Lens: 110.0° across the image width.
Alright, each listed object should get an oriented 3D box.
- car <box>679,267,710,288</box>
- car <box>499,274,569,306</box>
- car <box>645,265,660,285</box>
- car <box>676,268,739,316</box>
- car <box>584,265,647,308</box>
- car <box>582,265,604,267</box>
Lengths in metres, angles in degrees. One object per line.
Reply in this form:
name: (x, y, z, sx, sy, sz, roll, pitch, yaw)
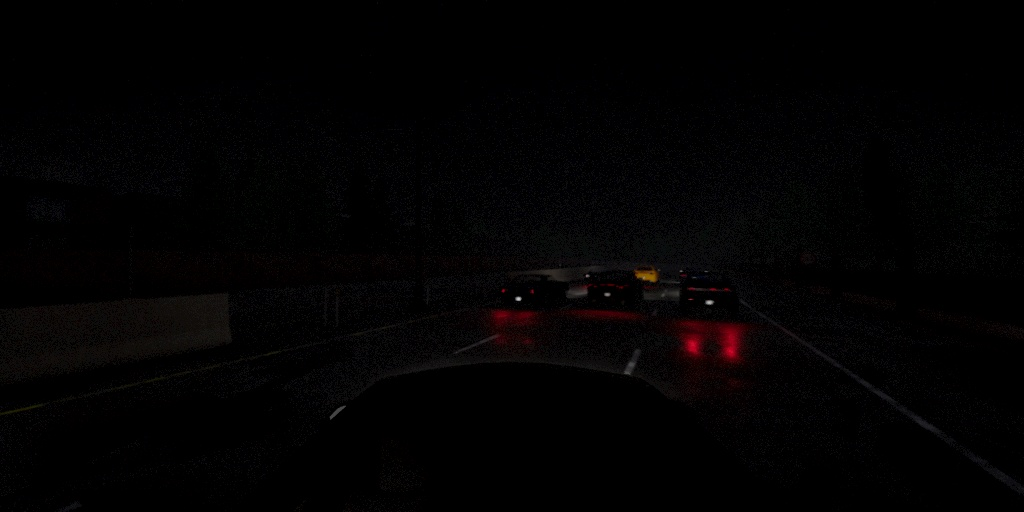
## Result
car: (14.013, 1.584, 27.698, 1.994, 1.385, 4.181, 0, -1, 26)
car: (1.219, 1.517, 16.978, 1.895, 1.301, 4.718, 0, -1, 25)
car: (11.202, 1.524, 29.925, 1.882, 1.535, 5.008, 0, 0, 26)
car: (7.689, 1.372, 14.282, 2.128, 1.511, 4.902, 0, -1, 25)
car: (4.829, 1.383, 16.414, 1.882, 1.535, 5.008, 0, 0, 25)
car: (7.603, 1.658, 30.525, 1.895, 1.301, 4.718, 0, -1, 26)
